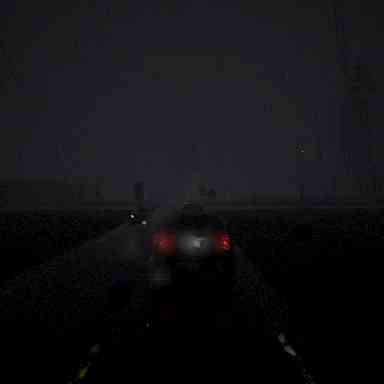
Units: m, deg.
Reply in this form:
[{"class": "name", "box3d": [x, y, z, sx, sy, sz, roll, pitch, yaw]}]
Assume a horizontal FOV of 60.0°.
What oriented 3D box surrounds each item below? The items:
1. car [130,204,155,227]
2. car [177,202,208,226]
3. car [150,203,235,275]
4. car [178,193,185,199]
[{"class": "car", "box3d": [-2.838, 1.519, 22.058, 1.895, 1.301, 4.718, 0, 0, 0]}, {"class": "car", "box3d": [0.061, 1.477, 23.255, 1.994, 1.385, 4.181, 0, 0, 1]}, {"class": "car", "box3d": [0.078, 1.317, 10.504, 2.097, 1.767, 4.553, 0, 1, 0]}, {"class": "car", "box3d": [-2.782, 1.118, 86.971, 1.837, 1.490, 4.892, 0, 0, 0]}]
